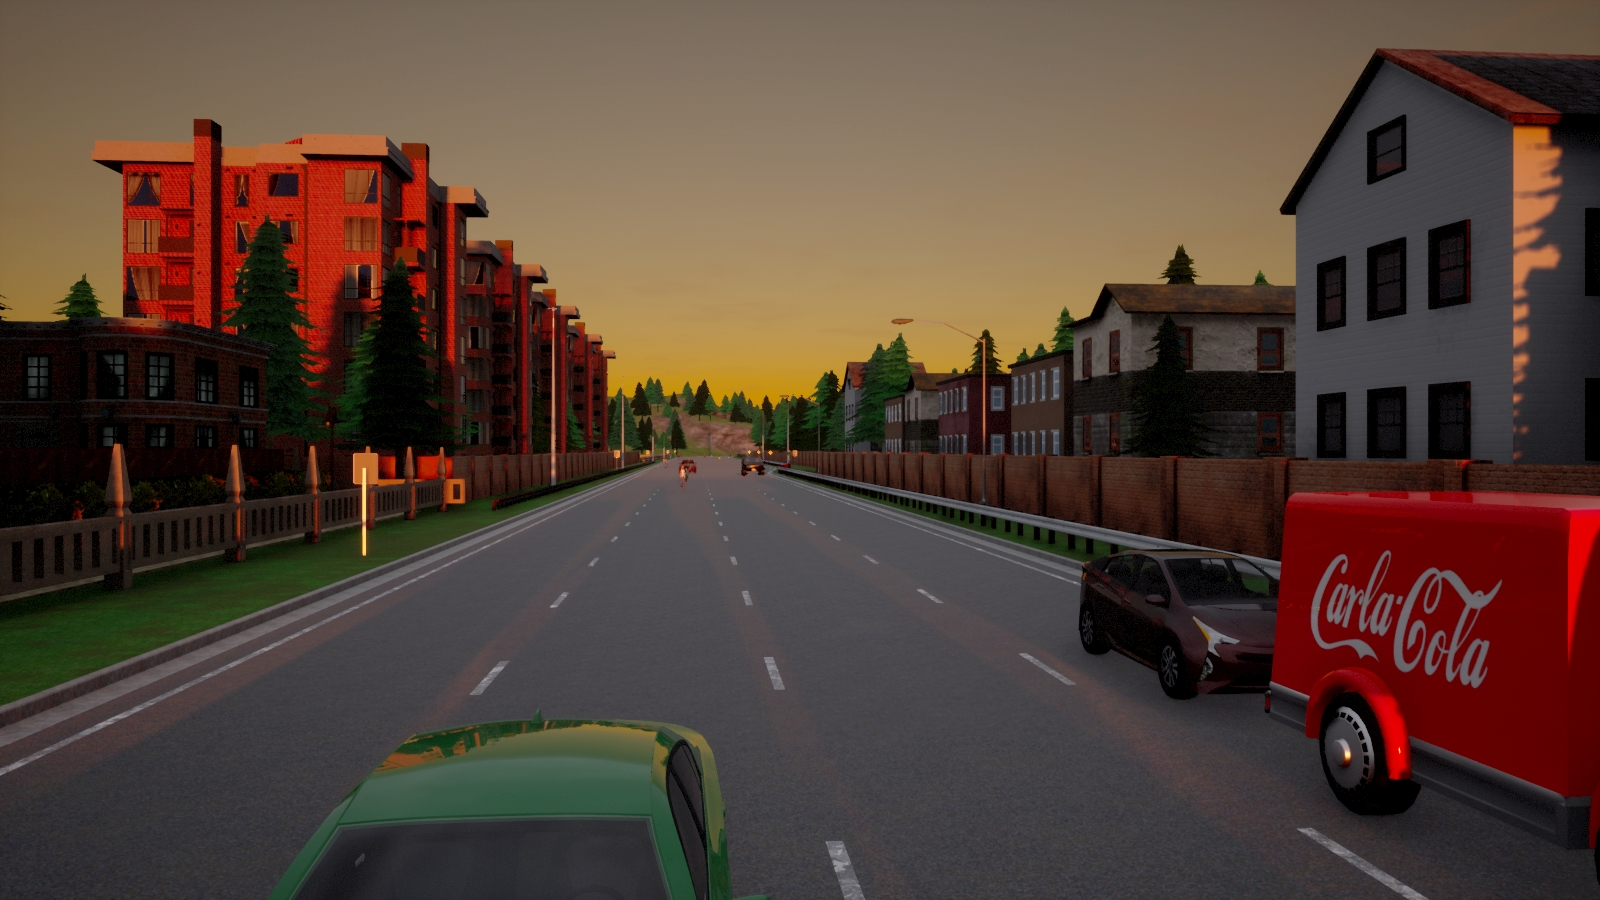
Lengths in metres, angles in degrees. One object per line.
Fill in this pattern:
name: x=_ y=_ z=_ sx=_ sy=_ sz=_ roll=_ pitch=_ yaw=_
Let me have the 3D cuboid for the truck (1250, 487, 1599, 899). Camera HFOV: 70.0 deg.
truck: x=5.566 y=1.568 z=7.740 sx=2.627 sy=2.467 sz=5.204 roll=0 pitch=0 yaw=-5

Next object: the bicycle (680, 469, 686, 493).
bicycle: x=-7.759 y=2.056 z=75.537 sx=0.373 sy=1.496 sz=1.643 roll=0 pitch=0 yaw=-5

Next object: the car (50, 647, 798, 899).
car: x=-1.202 y=2.034 z=4.748 sx=2.097 sy=1.535 sz=5.006 roll=0 pitch=0 yaw=-5

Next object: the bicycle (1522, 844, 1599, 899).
bicycle: x=2.623 y=2.056 z=2.959 sx=0.373 sy=1.496 sz=1.643 roll=0 pitch=0 yaw=-4

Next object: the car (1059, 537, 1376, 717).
car: x=4.945 y=2.040 z=14.354 sx=2.007 sy=1.525 sz=4.514 roll=0 pitch=0 yaw=-5
